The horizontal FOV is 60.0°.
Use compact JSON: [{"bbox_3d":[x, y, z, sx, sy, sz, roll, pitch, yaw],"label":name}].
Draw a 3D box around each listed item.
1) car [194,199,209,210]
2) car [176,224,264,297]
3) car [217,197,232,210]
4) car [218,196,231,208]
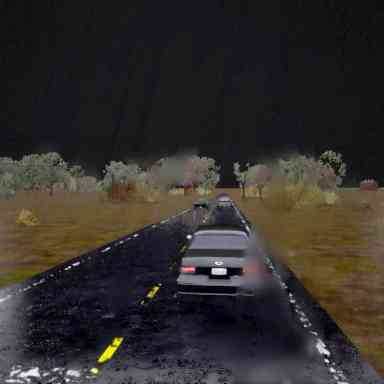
[{"bbox_3d":[1.289,1.597,44.079,1.895,1.301,4.718,0,0,6],"label":"car"},{"bbox_3d":[0.762,1.548,8.785,2.033,1.411,5.357,0,0,6],"label":"car"},{"bbox_3d":[4.164,1.488,42.296,2.128,1.511,4.902,0,0,6],"label":"car"},{"bbox_3d":[4.858,1.470,49.599,1.882,1.535,5.008,0,0,6],"label":"car"}]
